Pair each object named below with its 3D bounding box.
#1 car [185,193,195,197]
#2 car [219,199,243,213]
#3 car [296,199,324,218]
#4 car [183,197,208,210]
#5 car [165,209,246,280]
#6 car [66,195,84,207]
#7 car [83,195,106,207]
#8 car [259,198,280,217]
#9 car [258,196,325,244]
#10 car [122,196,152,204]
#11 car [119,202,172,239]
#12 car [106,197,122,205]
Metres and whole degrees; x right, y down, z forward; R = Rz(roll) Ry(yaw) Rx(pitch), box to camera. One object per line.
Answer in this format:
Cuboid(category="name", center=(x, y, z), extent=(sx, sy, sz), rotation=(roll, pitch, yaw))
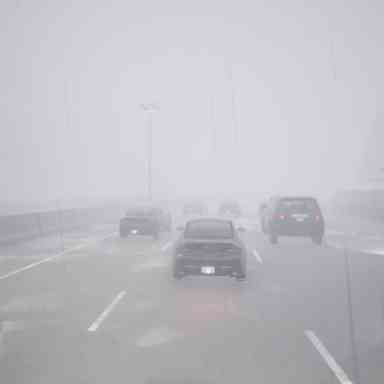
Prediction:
Cuboid(category="car", center=(-0.641, 0.978, 87.381), extent=(1.882, 1.535, 5.008), rotation=(0, 0, 30))
Cuboid(category="car", center=(3.674, 1.466, 31.260), extent=(1.837, 1.490, 4.892), rotation=(0, 0, 12))
Cuboid(category="car", center=(10.674, 1.469, 30.495), extent=(1.837, 1.490, 4.892), rotation=(0, 0, 13))
Cuboid(category="car", center=(0.364, 1.483, 32.493), extent=(1.812, 1.442, 4.674), rotation=(0, 0, 12))
Cuboid(category="car", center=(0.548, 1.494, 9.954), extent=(1.837, 1.490, 4.892), rotation=(0, 1, 4))
Cuboid(category="car", center=(-16.859, 1.278, 50.137), extent=(2.097, 1.767, 4.553), rotation=(0, 0, 17))
Cuboid(category="car", center=(-13.381, 1.476, 49.645), extent=(2.033, 1.411, 5.357), rotation=(0, 0, 17))
Cuboid(category="car", center=(7.481, 1.438, 32.217), extent=(1.882, 1.535, 5.008), rotation=(0, 0, 13))
Cuboid(category="car", center=(4.632, 1.202, 15.924), extent=(2.150, 2.045, 5.566), rotation=(0, 0, 7))
Cuboid(category="car", center=(-7.223, 1.288, 45.716), extent=(2.097, 1.767, 4.553), rotation=(0, 0, 17))
Cuboid(category="car", center=(-2.250, 1.482, 17.097), extent=(1.837, 1.490, 4.892), rotation=(0, 0, 7))
Cuboid(category="car", center=(-10.138, 1.496, 48.181), extent=(1.994, 1.385, 4.181), rotation=(0, 0, 17))
